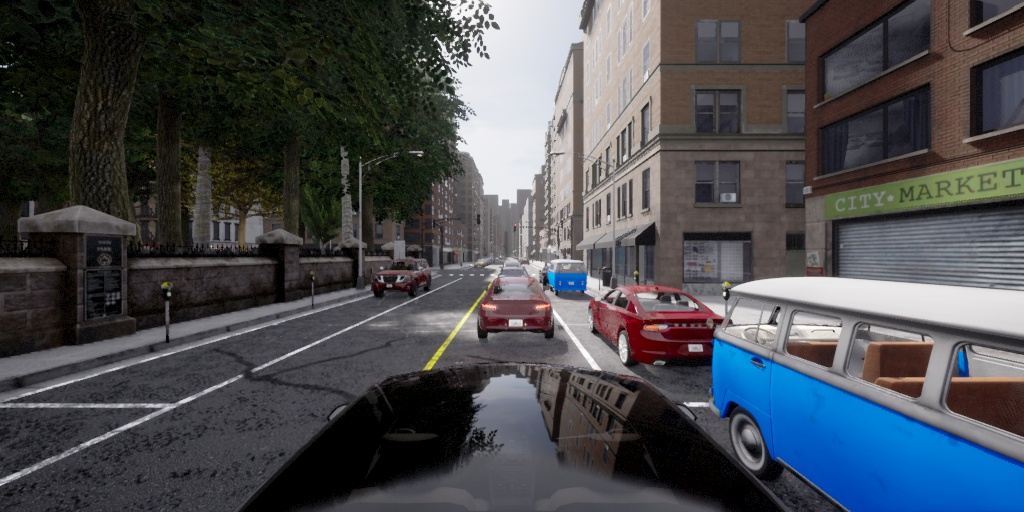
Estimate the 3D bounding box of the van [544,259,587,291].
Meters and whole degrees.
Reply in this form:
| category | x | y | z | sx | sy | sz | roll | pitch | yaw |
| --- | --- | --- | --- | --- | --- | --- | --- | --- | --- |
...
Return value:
| category | x | y | z | sx | sy | sz | roll | pitch | yaw |
| --- | --- | --- | --- | --- | --- | --- | --- | --- | --- |
| van | 2.861 | 1.085 | 19.125 | 1.690 | 1.789 | 3.998 | 0 | 0 | 0 |

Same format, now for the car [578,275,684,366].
| category | x | y | z | sx | sy | sz | roll | pitch | yaw |
| --- | --- | --- | --- | --- | --- | --- | --- | --- | --- |
| car | 2.858 | 1.294 | 7.804 | 1.888 | 1.381 | 4.507 | 0 | 0 | 0 |

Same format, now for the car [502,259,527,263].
| category | x | y | z | sx | sy | sz | roll | pitch | yaw |
| --- | --- | --- | --- | --- | --- | --- | --- | --- | --- |
| car | 0.011 | 1.242 | 29.329 | 1.837 | 1.490 | 4.892 | 0 | 0 | 0 |

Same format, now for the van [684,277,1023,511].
| category | x | y | z | sx | sy | sz | roll | pitch | yaw |
| --- | --- | --- | --- | --- | --- | --- | --- | --- | --- |
| van | 2.857 | 1.091 | 2.143 | 1.690 | 1.789 | 3.998 | 0 | 0 | 0 |

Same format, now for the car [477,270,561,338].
| category | x | y | z | sx | sy | sz | roll | pitch | yaw |
| --- | --- | --- | --- | --- | --- | --- | --- | --- | --- |
| car | 0.097 | 1.274 | 10.006 | 1.812 | 1.442 | 4.674 | 0 | 0 | 0 |

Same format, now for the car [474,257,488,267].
| category | x | y | z | sx | sy | sz | roll | pitch | yaw |
| --- | --- | --- | --- | --- | --- | --- | --- | --- | --- |
| car | -5.651 | 1.228 | 62.606 | 1.751 | 1.417 | 4.829 | 0 | 0 | 0 |

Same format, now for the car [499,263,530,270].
| category | x | y | z | sx | sy | sz | roll | pitch | yaw |
| --- | --- | --- | --- | --- | --- | --- | --- | --- | --- |
| car | 0.102 | 1.292 | 19.585 | 2.033 | 1.411 | 5.357 | 0 | 0 | 1 |

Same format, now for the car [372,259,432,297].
| category | x | y | z | sx | sy | sz | roll | pitch | yaw |
| --- | --- | --- | --- | --- | --- | --- | --- | --- | --- |
| car | -5.663 | 1.059 | 19.087 | 2.192 | 1.841 | 5.009 | 0 | 0 | 0 |
